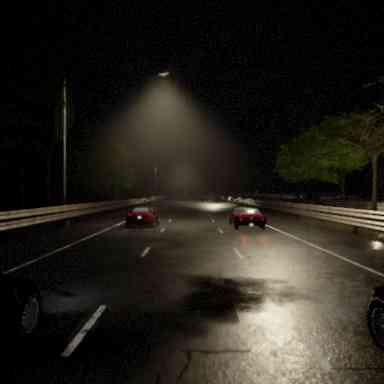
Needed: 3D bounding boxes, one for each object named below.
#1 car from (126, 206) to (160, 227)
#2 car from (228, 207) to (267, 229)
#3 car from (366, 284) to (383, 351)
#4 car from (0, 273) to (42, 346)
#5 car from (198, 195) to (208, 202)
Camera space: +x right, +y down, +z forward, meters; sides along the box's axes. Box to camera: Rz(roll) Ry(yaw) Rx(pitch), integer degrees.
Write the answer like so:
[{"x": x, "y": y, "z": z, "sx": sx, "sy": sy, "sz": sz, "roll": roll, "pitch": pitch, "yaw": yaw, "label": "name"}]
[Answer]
[{"x": -3.444, "y": 1.650, "z": 23.804, "sx": 1.994, "sy": 1.385, "sz": 4.181, "roll": 0, "pitch": 0, "yaw": 0, "label": "car"}, {"x": 3.557, "y": 1.682, "z": 22.154, "sx": 1.895, "sy": 1.301, "sz": 4.718, "roll": 0, "pitch": 0, "yaw": 0, "label": "car"}, {"x": 3.594, "y": 1.539, "z": 3.202, "sx": 1.812, "sy": 1.442, "sz": 4.674, "roll": 0, "pitch": 0, "yaw": 0, "label": "car"}, {"x": -3.409, "y": 1.540, "z": 3.635, "sx": 1.812, "sy": 1.442, "sz": 4.674, "roll": 0, "pitch": 0, "yaw": 0, "label": "car"}, {"x": 3.341, "y": 1.788, "z": 89.149, "sx": 1.837, "sy": 1.490, "sz": 4.892, "roll": 0, "pitch": 0, "yaw": 0, "label": "car"}]
